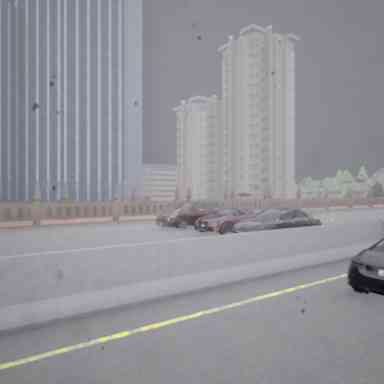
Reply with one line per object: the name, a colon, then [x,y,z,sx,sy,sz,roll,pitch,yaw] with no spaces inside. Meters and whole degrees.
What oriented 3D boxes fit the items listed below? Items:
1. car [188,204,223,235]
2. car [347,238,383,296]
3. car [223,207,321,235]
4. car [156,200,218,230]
car: [2.195,1.559,18.456,4.181,1.385,1.994,0,0,-35]
car: [5.439,1.561,7.626,4.181,1.385,1.994,0,0,-35]
car: [4.009,1.500,15.449,4.892,1.490,1.837,0,0,-36]
car: [-0.009,1.347,21.182,4.553,1.767,2.097,0,0,-35]
